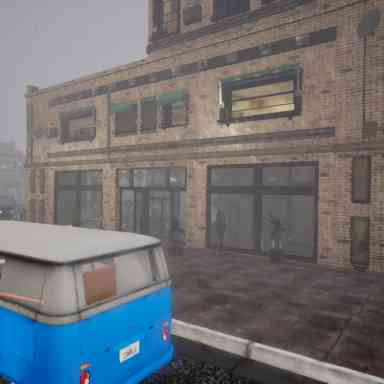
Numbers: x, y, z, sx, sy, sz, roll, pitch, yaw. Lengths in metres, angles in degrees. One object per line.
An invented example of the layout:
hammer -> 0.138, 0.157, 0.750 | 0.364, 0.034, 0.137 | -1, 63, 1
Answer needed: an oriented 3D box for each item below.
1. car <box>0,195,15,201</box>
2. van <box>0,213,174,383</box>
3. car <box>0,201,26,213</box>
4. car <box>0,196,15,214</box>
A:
car -> -20.529, 1.350, 33.258 | 2.150, 2.045, 5.566 | 1, 0, 36
van -> -2.124, 1.340, 4.363 | 3.998, 1.788, 1.690 | 0, 1, 35
car -> -15.307, 1.793, 30.607 | 1.947, 1.339, 4.313 | 0, 0, 36
car -> -22.069, 1.411, 35.552 | 2.192, 1.841, 5.009 | 0, 0, 36
